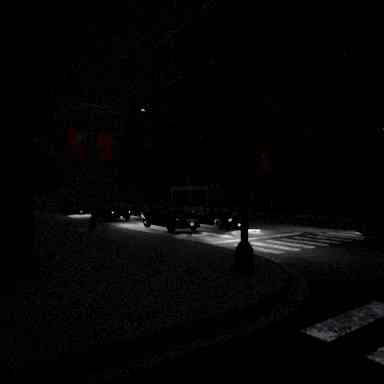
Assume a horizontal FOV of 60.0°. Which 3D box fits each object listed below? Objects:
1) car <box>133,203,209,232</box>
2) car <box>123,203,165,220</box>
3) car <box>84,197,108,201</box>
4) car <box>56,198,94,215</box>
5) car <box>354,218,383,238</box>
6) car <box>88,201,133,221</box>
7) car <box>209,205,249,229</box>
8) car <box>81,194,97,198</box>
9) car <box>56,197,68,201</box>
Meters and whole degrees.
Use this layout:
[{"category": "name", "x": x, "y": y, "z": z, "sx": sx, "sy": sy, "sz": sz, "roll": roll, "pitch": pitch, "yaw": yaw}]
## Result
[{"category": "car", "x": -1.429, "y": 1.548, "z": 20.627, "sx": 2.128, "sy": 1.511, "sz": 4.902, "roll": 0, "pitch": 0, "yaw": -36}, {"category": "car", "x": -4.479, "y": 1.701, "z": 30.437, "sx": 1.895, "sy": 1.301, "sz": 4.718, "roll": 0, "pitch": 0, "yaw": -36}, {"category": "car", "x": -10.548, "y": 1.632, "z": 38.906, "sx": 2.128, "sy": 1.511, "sz": 4.902, "roll": 0, "pitch": 0, "yaw": -36}, {"category": "car", "x": -13.049, "y": 1.681, "z": 36.818, "sx": 2.033, "sy": 1.411, "sz": 5.357, "roll": 0, "pitch": 0, "yaw": -35}, {"category": "car", "x": 10.331, "y": 1.622, "z": 15.744, "sx": 1.895, "sy": 1.301, "sz": 4.718, "roll": 0, "pitch": 0, "yaw": -36}, {"category": "car", "x": -6.873, "y": 1.693, "z": 28.204, "sx": 1.895, "sy": 1.301, "sz": 4.718, "roll": 0, "pitch": 0, "yaw": -36}, {"category": "car", "x": 1.412, "y": 1.609, "z": 22.303, "sx": 2.033, "sy": 1.411, "sz": 5.357, "roll": 0, "pitch": 0, "yaw": -33}, {"category": "car", "x": -19.640, "y": 1.464, "z": 63.011, "sx": 2.150, "sy": 2.045, "sz": 5.566, "roll": 0, "pitch": -1, "yaw": -36}, {"category": "car", "x": -25.181, "y": 1.746, "z": 65.148, "sx": 2.128, "sy": 1.511, "sz": 4.902, "roll": 0, "pitch": 0, "yaw": -36}]
